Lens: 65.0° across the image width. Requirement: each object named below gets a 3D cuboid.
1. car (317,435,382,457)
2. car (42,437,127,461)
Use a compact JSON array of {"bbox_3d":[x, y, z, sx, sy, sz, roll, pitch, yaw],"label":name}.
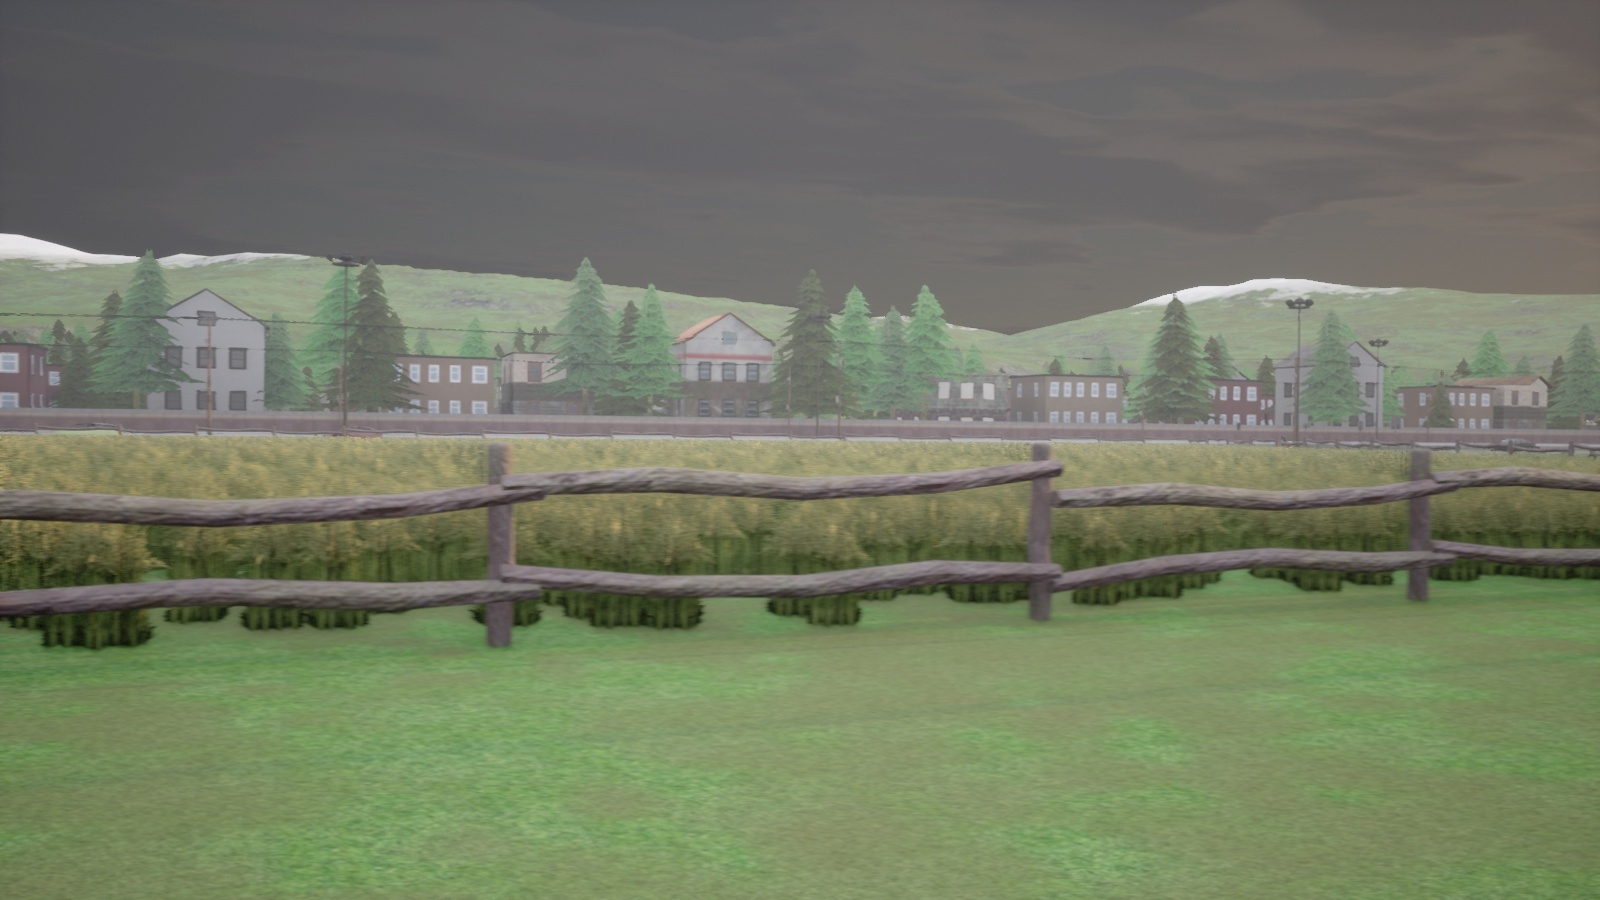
[{"bbox_3d":[-31.237,-0.268,87.155,4.193,1.474,1.816,-1,1,-21],"label":"car"},{"bbox_3d":[-46.351,-0.086,81.496,4.514,1.525,2.007,-1,1,-21],"label":"car"}]
